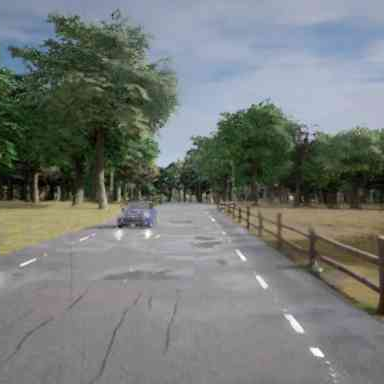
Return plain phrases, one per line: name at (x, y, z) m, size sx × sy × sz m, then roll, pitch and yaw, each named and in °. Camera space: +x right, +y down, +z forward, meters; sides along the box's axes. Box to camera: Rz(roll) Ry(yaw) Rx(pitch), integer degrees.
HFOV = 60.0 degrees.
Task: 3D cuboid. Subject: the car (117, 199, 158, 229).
car at (-3.514, 1.395, 22.095) m, size 2.097 × 1.767 × 4.553 m, roll 0°, pitch 0°, yaw 1°
